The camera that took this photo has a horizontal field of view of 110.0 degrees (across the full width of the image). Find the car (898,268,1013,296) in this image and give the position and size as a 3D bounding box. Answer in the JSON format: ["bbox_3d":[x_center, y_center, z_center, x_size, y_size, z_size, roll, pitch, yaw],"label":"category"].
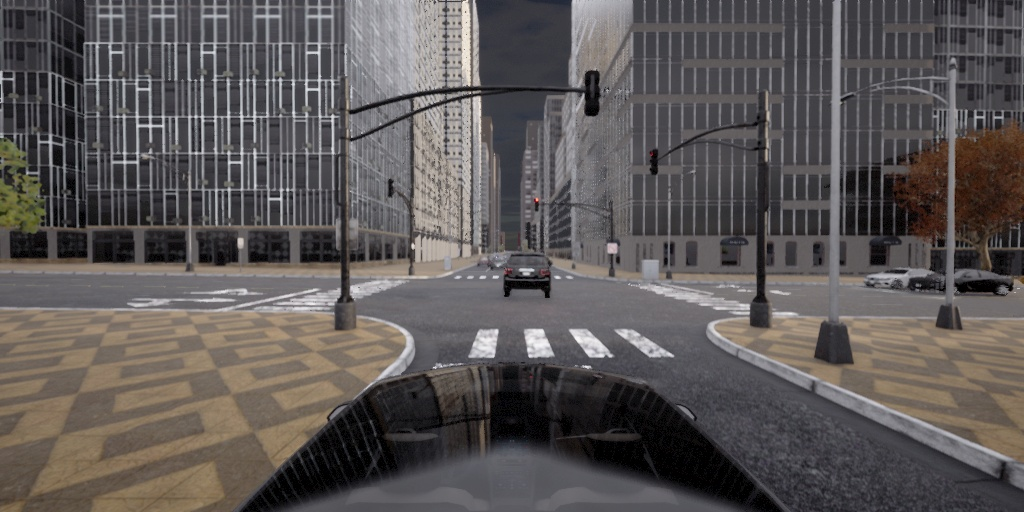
[{"bbox_3d":[26.676,1.516,21.430,5.008,1.535,1.882,1,1,-3],"label":"car"}]

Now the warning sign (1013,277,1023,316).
[{"bbox_3d":[17.281,1.097,11.548,1.060,1.860,1.300,0,0,-3],"label":"warning sign"}]

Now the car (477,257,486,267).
[{"bbox_3d":[-3.993,0.804,50.854,1.802,1.307,4.207,0,0,0],"label":"car"}]

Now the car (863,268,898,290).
[{"bbox_3d":[27.040,1.534,24.701,4.674,1.442,1.812,1,1,-3],"label":"car"}]

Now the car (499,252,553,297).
[{"bbox_3d":[0.844,0.823,18.067,2.150,2.045,5.566,1,1,5],"label":"car"}]

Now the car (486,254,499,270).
[{"bbox_3d":[-1.487,0.826,40.938,2.128,1.511,4.902,0,1,0],"label":"car"}]
